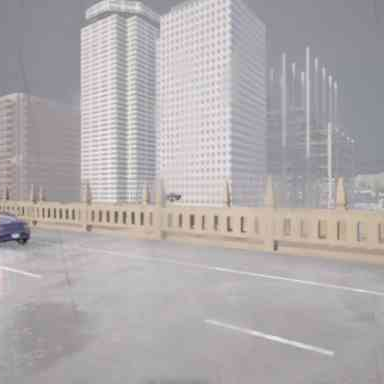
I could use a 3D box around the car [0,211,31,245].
[{"bbox_3d":[-8.804,1.545,14.312,4.674,1.442,1.812,0,0,34],"label":"car"}]
